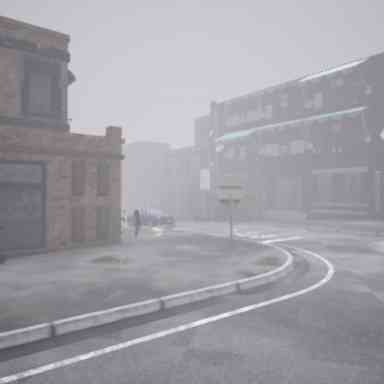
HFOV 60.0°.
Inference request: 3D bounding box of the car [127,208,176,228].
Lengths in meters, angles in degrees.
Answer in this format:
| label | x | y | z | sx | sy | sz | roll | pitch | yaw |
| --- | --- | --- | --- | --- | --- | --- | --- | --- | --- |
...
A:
| label | x | y | z | sx | sy | sz | roll | pitch | yaw |
| --- | --- | --- | --- | --- | --- | --- | --- | --- | --- |
| car | -3.170 | 1.967 | 25.360 | 1.882 | 1.535 | 5.008 | 0 | -5 | -37 |
